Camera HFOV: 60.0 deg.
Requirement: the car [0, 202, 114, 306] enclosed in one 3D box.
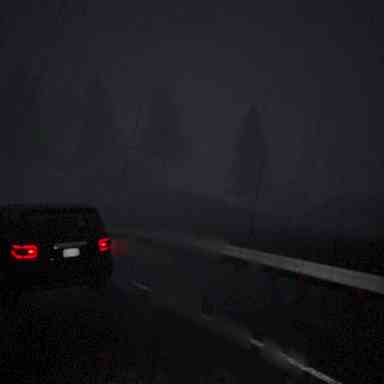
[{"bbox_3d":[-3.966,1.285,8.583,2.150,2.045,5.566,0,-1,-37],"label":"car"}]
